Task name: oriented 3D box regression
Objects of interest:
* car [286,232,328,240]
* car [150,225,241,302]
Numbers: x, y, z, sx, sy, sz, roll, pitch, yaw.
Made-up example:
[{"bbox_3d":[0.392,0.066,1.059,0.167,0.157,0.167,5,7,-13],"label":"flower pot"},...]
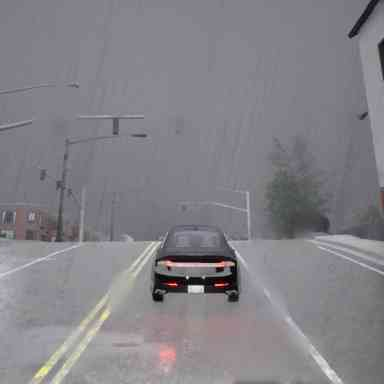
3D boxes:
[{"bbox_3d":[10.538,4.533,30.746,4.553,1.767,2.097,-1,-14,4],"label":"car"},{"bbox_3d":[0.091,1.595,8.524,2.128,1.511,4.902,0,-1,0],"label":"car"}]
